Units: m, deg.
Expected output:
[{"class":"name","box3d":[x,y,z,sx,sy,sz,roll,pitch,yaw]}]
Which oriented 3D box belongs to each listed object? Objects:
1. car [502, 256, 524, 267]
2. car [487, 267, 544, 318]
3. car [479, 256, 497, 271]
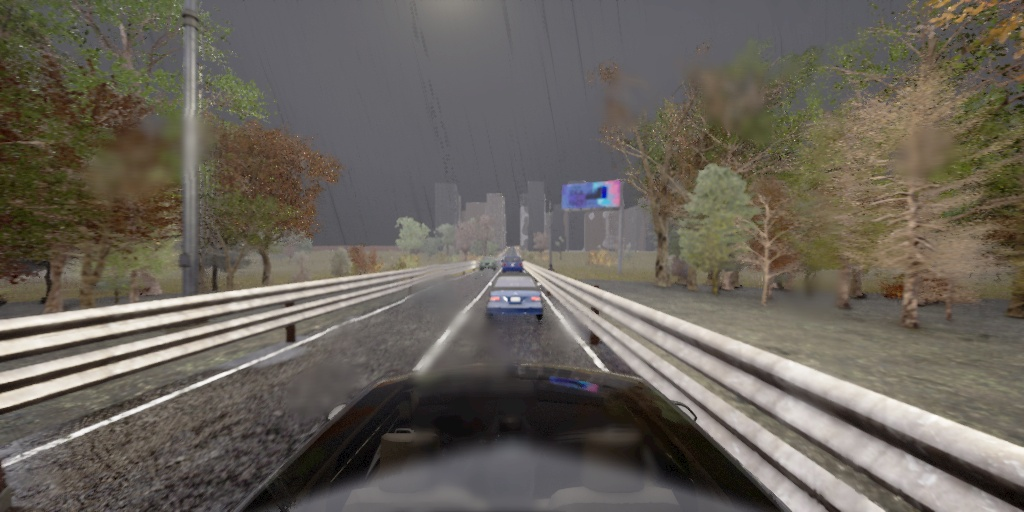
[{"class":"car","box3d":[0.062,1.018,38.716,2.150,2.045,5.566,0,0,0]},{"class":"car","box3d":[0.094,1.312,12.952,2.033,1.411,5.357,0,0,0]},{"class":"car","box3d":[-3.317,1.038,50.500,2.150,2.045,5.566,0,0,0]}]
